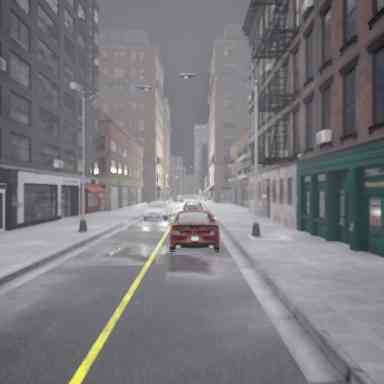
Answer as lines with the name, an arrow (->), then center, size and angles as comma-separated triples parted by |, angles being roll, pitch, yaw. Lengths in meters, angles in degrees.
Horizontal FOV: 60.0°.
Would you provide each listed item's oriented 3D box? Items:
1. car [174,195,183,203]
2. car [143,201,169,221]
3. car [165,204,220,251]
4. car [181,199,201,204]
car -> -2.736, 1.469, 68.169 | 2.128, 1.511, 4.902 | 0, 0, 0
car -> -2.842, 1.512, 27.402 | 1.812, 1.442, 4.674 | 0, 0, 0
car -> 0.103, 1.472, 14.071 | 1.882, 1.535, 5.008 | 0, 0, 0
car -> 0.106, 1.581, 32.911 | 1.895, 1.301, 4.718 | 0, 0, 0
